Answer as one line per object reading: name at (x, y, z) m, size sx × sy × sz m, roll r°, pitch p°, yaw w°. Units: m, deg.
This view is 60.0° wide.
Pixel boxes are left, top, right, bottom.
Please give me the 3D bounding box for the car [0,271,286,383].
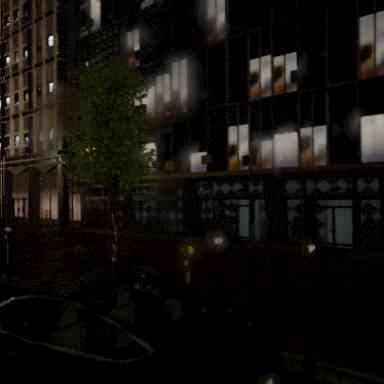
car at (-1.151, 1.593, 3.696) m, size 4.313 × 1.339 × 1.947 m, roll -1°, pitch -1°, yaw 35°
